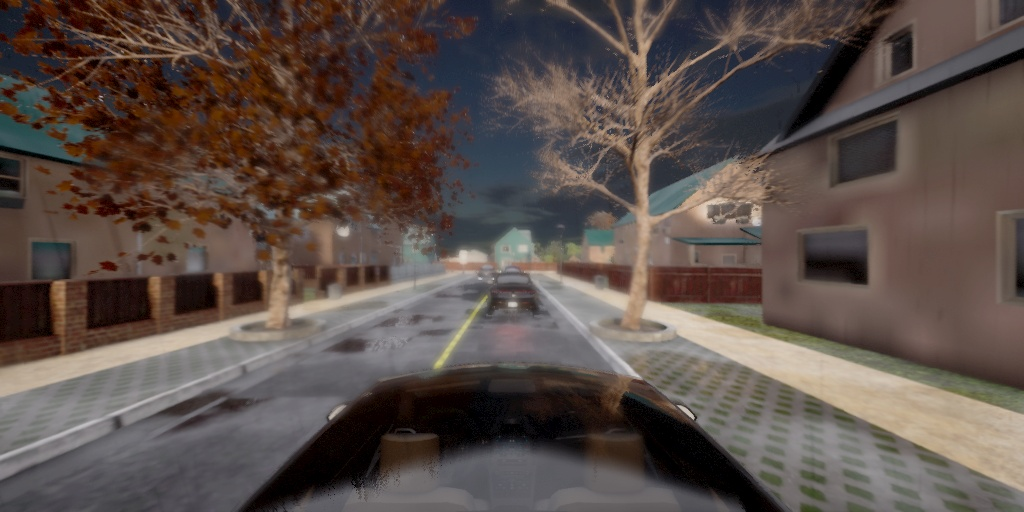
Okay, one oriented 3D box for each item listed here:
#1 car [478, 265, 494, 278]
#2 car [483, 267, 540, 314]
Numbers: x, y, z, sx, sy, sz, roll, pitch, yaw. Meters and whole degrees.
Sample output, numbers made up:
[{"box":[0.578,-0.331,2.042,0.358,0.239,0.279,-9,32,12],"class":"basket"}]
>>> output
[{"box":[-2.799,1.731,41.433,1.812,1.442,4.674,0,-1,0],"class":"car"},{"box":[0.047,1.372,14.298,1.837,1.490,4.892,0,0,0],"class":"car"}]
